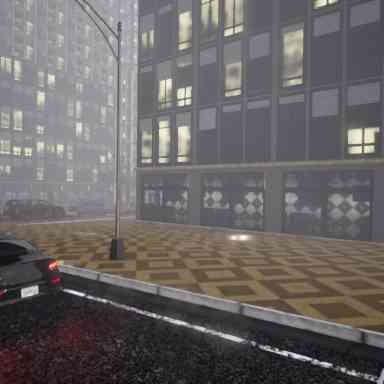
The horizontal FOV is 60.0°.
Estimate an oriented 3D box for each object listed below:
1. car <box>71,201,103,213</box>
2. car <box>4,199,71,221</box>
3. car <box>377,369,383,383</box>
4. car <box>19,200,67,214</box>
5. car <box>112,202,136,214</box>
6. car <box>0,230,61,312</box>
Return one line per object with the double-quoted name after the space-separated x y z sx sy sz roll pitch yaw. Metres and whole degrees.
-12.799 1.758 40.207 1.994 1.385 4.181 1 0 36 "car"
-13.722 1.520 29.209 2.192 1.841 5.009 1 0 36 "car"
3.259 1.353 1.362 4.553 1.767 2.097 0 0 35 "car"
-17.226 1.643 38.582 1.752 1.417 4.829 1 0 36 "car"
-6.930 1.830 38.425 1.752 1.417 4.829 1 0 36 "car"
-4.630 1.522 6.976 4.674 1.442 1.812 0 0 35 "car"
